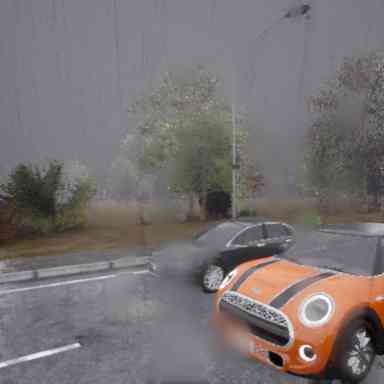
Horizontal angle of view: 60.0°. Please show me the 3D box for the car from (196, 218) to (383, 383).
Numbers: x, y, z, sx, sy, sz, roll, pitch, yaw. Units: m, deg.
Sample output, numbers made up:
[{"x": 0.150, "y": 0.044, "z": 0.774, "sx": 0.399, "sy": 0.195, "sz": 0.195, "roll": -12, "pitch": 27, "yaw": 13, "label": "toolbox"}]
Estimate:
[{"x": 2.584, "y": 1.339, "z": 5.466, "sx": 4.553, "sy": 1.767, "sz": 2.097, "roll": 0, "pitch": 0, "yaw": -32, "label": "car"}]

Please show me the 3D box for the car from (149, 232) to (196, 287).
[{"x": 1.250, "y": 1.479, "z": 8.792, "sx": 4.892, "sy": 1.490, "sz": 1.837, "roll": 0, "pitch": 0, "yaw": -32, "label": "car"}]
